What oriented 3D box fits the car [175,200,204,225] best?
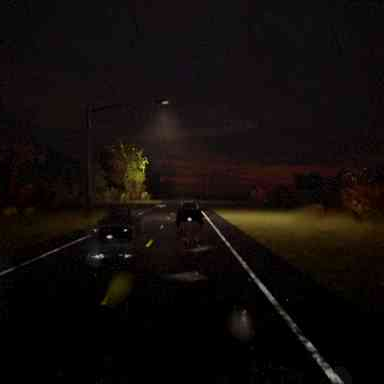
[{"bbox_3d":[-0.194,1.610,24.911,1.837,1.490,4.892,0,0,-1],"label":"car"}]

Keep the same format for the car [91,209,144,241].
[{"bbox_3d":[-3.693,1.624,17.464,2.033,1.411,5.357,0,0,-1],"label":"car"}]
